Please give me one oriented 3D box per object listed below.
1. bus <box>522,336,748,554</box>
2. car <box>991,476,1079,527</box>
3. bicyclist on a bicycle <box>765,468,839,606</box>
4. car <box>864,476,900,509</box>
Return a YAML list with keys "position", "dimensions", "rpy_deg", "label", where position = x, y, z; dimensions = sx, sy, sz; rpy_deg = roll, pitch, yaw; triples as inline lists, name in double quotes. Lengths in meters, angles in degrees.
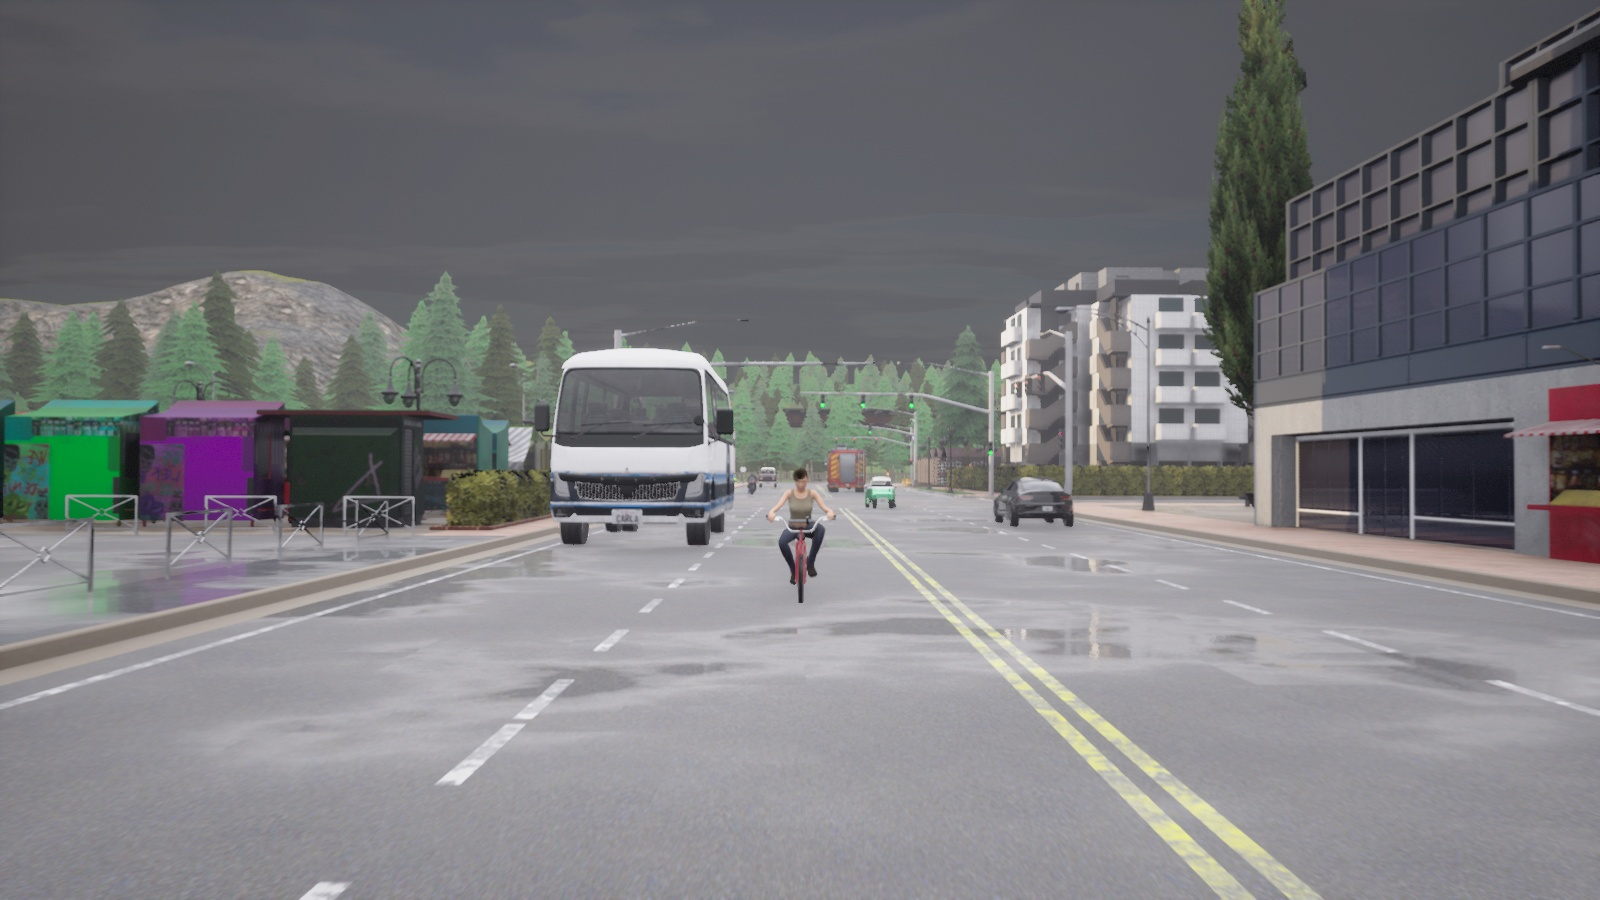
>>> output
- position: [-3.443, -0.008, 29.615]
  dimensions: [3.944, 4.253, 10.273]
  rpy_deg: [0, -1, 0]
  label: "bus"
- position: [7.084, 1.510, 38.268]
  dimensions: [1.812, 1.442, 4.674]
  rpy_deg: [0, -1, 0]
  label: "car"
- position: [0.024, 1.034, 15.458]
  dimensions: [0.866, 1.612, 1.509]
  rpy_deg: [0, -1, 0]
  label: "bicyclist on a bicycle"
- position: [3.628, 1.872, 55.817]
  dimensions: [1.481, 1.376, 2.207]
  rpy_deg: [0, -1, 0]
  label: "car"
